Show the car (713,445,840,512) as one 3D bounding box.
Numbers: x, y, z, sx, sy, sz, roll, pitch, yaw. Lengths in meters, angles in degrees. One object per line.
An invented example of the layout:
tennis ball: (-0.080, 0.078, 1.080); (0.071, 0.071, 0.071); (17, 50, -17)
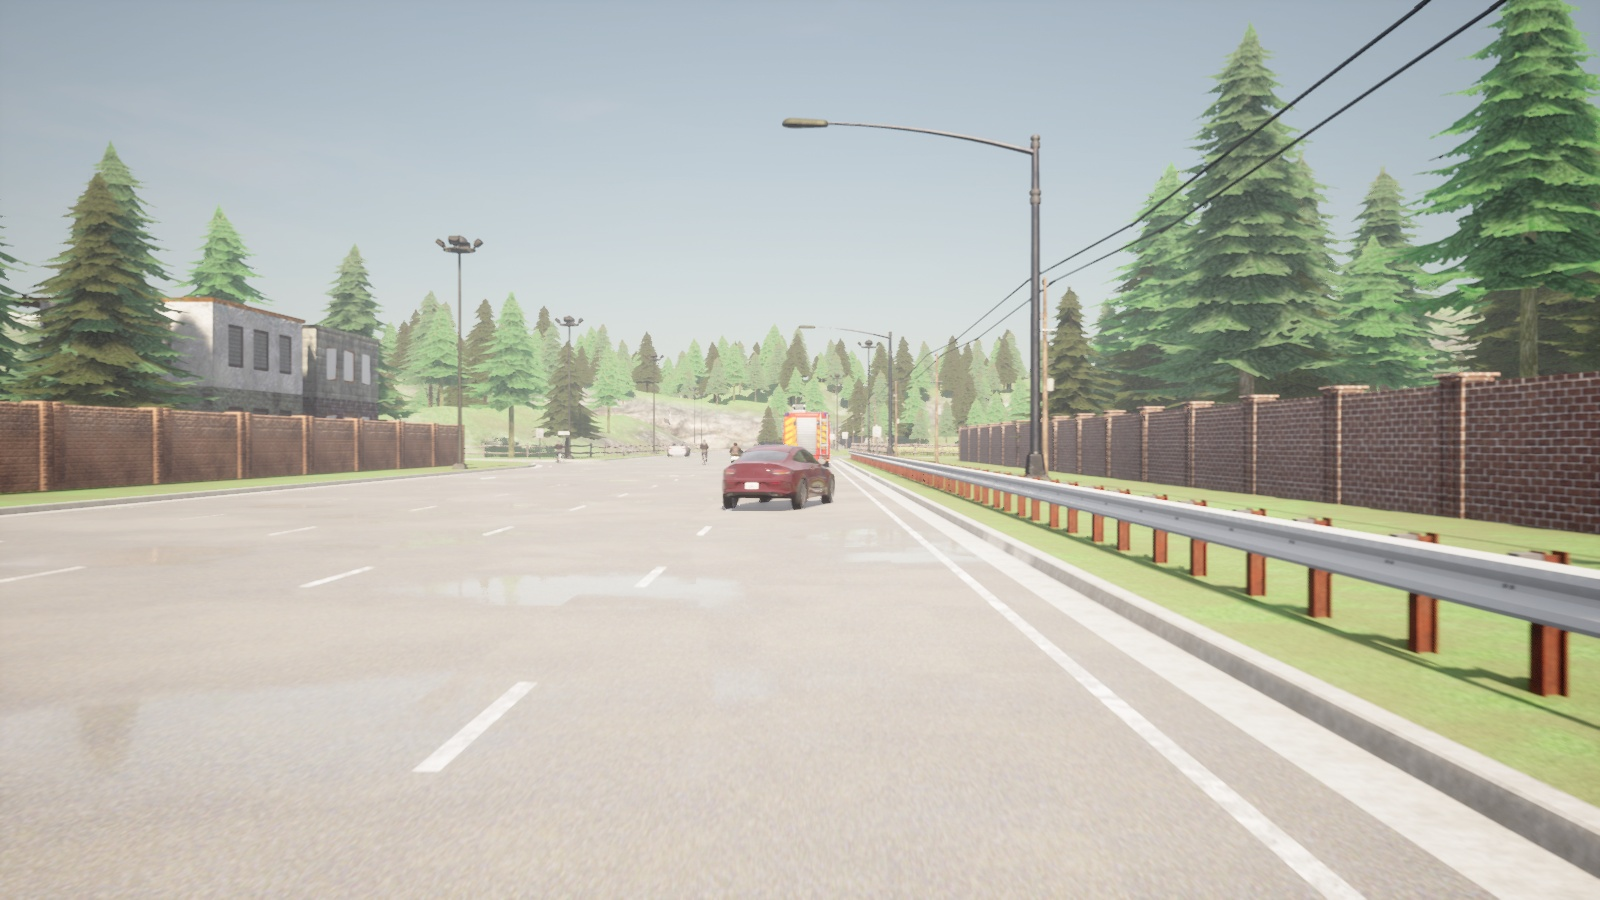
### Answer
car: (-0.459, 0.605, 29.652); (1.812, 1.442, 4.674); (0, 0, 14)

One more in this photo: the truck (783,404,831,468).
truck: (0.427, -0.870, 80.327); (2.891, 3.827, 8.468); (0, 0, 0)
